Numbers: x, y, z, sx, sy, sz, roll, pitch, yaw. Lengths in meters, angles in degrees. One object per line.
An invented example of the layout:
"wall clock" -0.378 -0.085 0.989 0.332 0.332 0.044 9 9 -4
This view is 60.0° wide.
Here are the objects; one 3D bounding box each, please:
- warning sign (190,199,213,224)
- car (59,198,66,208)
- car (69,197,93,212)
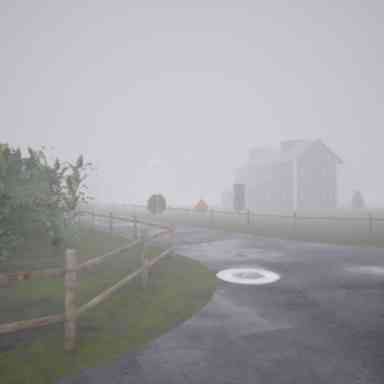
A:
"warning sign" 0.700 1.423 24.829 1.300 1.860 1.060 0 -1 -31
"car" -20.795 1.849 55.585 2.150 2.045 5.566 0 -1 -31
"car" -15.444 1.890 46.836 2.097 1.767 4.553 0 -1 -31
